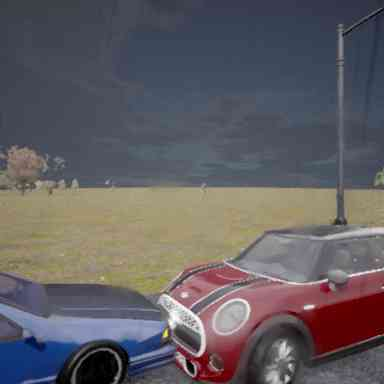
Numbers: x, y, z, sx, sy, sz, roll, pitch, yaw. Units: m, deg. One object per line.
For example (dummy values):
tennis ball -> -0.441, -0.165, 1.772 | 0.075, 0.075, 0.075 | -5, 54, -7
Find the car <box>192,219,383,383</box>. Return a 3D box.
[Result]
car -> 1.739, 1.361, 5.161 | 4.553, 1.767, 2.097 | 0, 0, -27

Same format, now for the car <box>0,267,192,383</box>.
car -> -2.878, 1.554, 3.500 | 5.357, 1.411, 2.033 | 0, 0, -27
